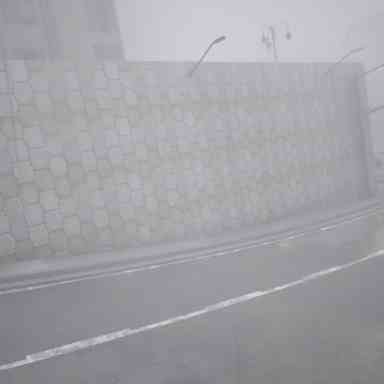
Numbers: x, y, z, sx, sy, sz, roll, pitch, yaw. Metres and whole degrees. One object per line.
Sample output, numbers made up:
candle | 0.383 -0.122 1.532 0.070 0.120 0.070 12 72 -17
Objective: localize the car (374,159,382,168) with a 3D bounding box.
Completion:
car | 17.366 -3.076 35.395 1.882 1.535 5.008 -15 9 -34
